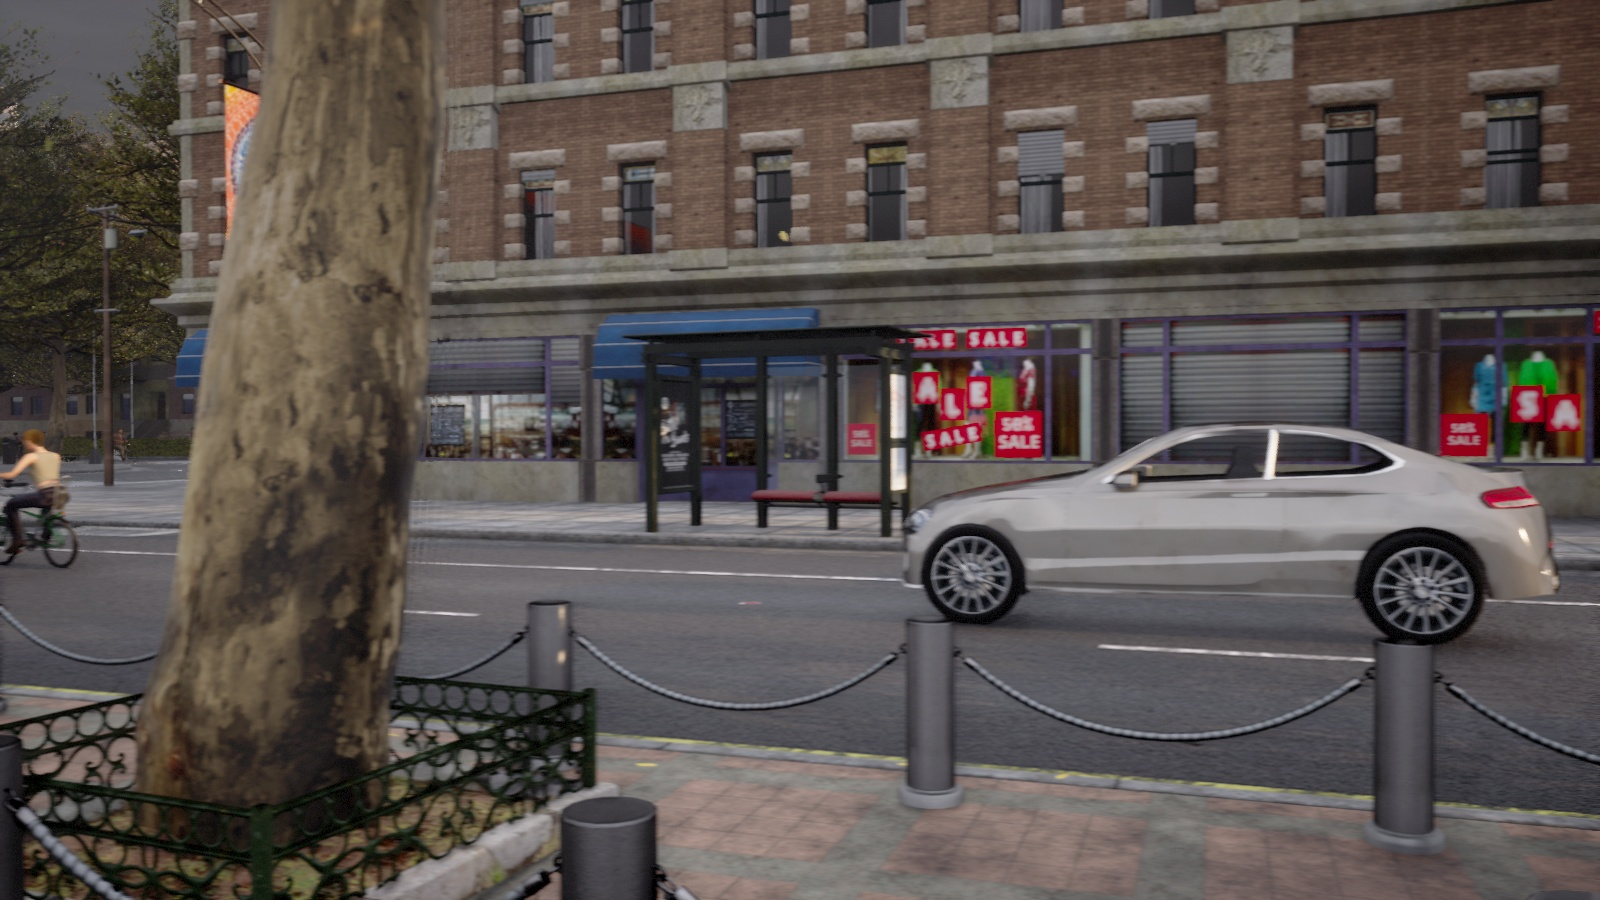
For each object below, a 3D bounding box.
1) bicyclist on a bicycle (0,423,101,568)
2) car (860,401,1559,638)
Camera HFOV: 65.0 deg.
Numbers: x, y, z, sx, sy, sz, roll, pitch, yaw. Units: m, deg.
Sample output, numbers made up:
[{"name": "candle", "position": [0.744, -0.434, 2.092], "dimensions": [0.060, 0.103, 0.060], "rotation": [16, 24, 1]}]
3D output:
[{"name": "bicyclist on a bicycle", "position": [-9.109, 0.496, 14.667], "dimensions": [1.509, 1.612, 0.866], "rotation": [0, 1, 20]}, {"name": "car", "position": [3.224, 0.448, 10.548], "dimensions": [5.027, 1.651, 2.152], "rotation": [1, 1, 19]}]
